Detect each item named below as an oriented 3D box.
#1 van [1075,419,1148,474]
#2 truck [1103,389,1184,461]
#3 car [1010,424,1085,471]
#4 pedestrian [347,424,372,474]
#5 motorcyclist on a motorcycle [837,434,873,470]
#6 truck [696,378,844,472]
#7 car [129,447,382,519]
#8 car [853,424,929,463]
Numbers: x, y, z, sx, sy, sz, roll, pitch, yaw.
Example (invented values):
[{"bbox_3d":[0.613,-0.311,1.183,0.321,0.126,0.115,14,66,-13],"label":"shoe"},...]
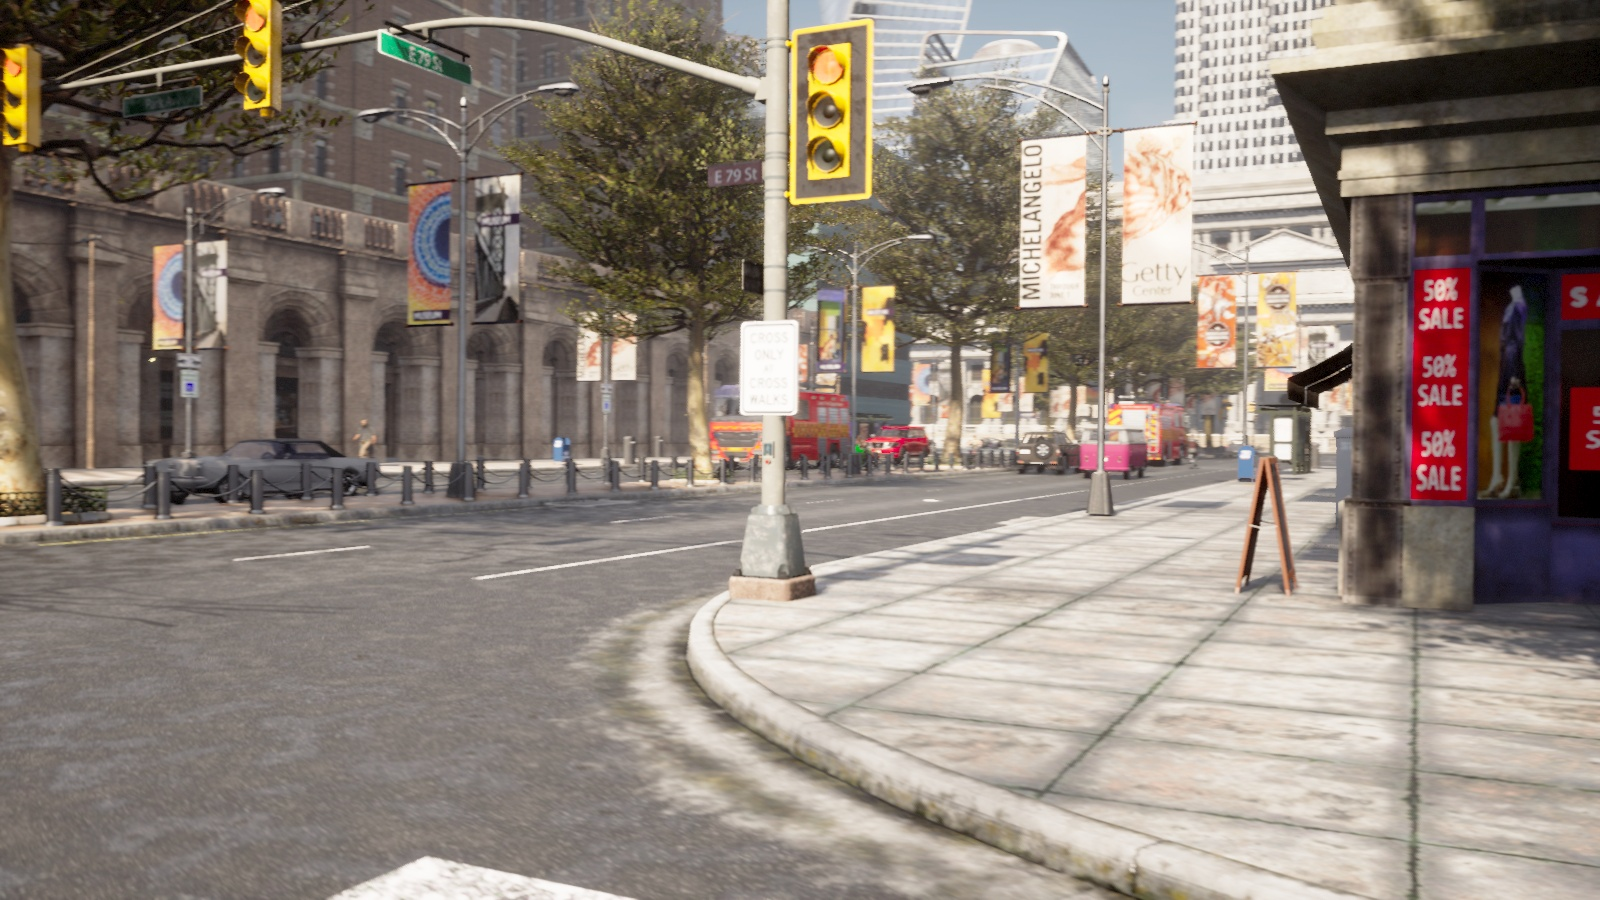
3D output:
[{"bbox_3d":[11.758,-0.151,47.247,1.775,1.987,4.442,0,1,26],"label":"van"},{"bbox_3d":[19.563,-1.405,71.184,2.891,3.827,8.468,0,1,26],"label":"truck"},{"bbox_3d":[10.341,-0.135,52.315,1.932,1.855,4.605,0,1,26],"label":"car"},{"bbox_3d":[-16.382,-0.027,46.731,0.540,1.848,0.694,0,1,26],"label":"pedestrian"},{"bbox_3d":[2.401,0.068,54.296,0.797,1.523,2.044,0,1,26],"label":"motorcyclist on a motorcycle"},{"bbox_3d":[-1.107,-1.062,55.084,2.891,3.827,8.468,0,1,26],"label":"truck"},{"bbox_3d":[-11.217,0.614,26.264,1.895,1.301,4.718,0,1,27],"label":"car"},{"bbox_3d":[4.977,-0.368,67.529,2.150,2.045,5.566,0,1,26],"label":"car"}]
